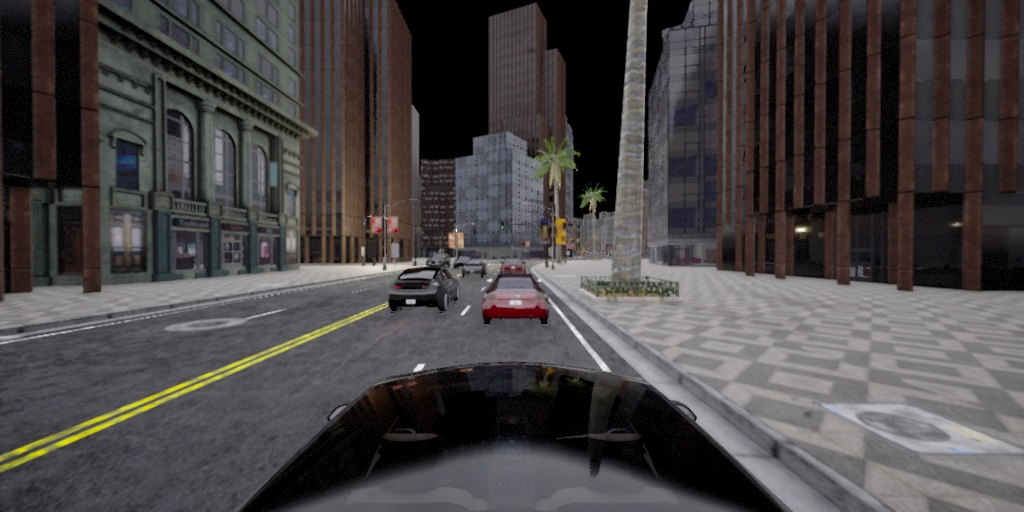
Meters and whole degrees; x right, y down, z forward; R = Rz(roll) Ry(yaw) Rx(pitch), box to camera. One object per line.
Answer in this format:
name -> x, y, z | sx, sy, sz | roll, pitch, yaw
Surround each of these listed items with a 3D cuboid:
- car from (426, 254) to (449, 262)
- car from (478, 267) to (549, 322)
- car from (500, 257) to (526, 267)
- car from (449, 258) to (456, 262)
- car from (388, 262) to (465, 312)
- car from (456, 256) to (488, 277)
car -> -9.482, 0.725, 46.490 | 2.150, 2.045, 5.566 | 0, 0, 3
car -> 0.099, 1.233, 11.842 | 1.994, 1.385, 4.181 | 0, 0, 0
car -> 0.098, 0.877, 30.329 | 2.097, 1.767, 4.553 | 0, 0, 0
car -> -6.234, 0.802, 46.367 | 2.097, 1.767, 4.553 | 0, 0, 3
car -> -3.151, 1.160, 13.580 | 1.837, 1.490, 4.892 | 0, 0, 0
car -> -3.152, 1.013, 30.794 | 2.128, 1.511, 4.902 | 0, 0, 0
